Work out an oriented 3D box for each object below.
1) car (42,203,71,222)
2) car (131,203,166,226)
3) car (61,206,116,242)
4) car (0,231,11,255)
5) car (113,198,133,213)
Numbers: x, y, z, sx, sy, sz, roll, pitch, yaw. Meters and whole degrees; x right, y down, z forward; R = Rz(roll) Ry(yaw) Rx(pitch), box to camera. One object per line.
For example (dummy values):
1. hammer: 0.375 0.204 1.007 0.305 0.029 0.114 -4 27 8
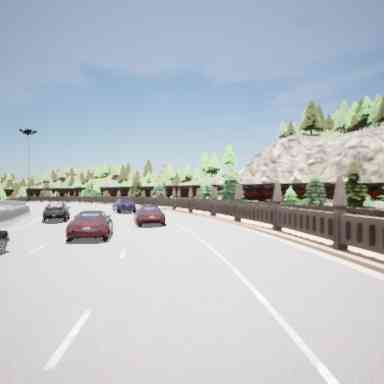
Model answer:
1. car: -11.466 1.665 28.271 2.128 1.511 4.902 0 0 -17
2. car: -3.160 1.667 24.414 1.994 1.385 4.181 0 0 -14
3. car: -5.198 1.654 17.250 1.994 1.385 4.181 0 0 -10
4. car: -7.683 1.678 10.628 1.895 1.301 4.718 0 0 -6
5. car: -8.123 1.538 39.495 2.097 1.767 4.553 0 0 -22
